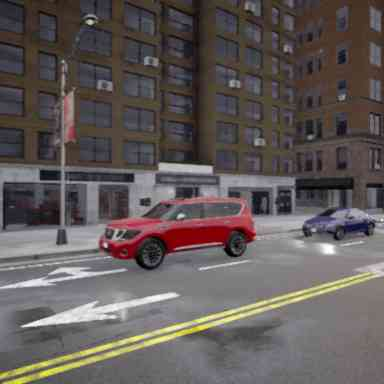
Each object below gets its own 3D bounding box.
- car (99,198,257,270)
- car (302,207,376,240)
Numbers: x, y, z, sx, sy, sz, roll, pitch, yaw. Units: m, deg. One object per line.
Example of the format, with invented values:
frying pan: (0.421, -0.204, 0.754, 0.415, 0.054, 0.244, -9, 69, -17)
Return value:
car: (-0.270, 1.227, 11.433, 5.566, 2.045, 2.150, 0, 0, -34)
car: (7.648, 1.539, 17.096, 4.674, 1.442, 1.812, 0, 0, -36)
